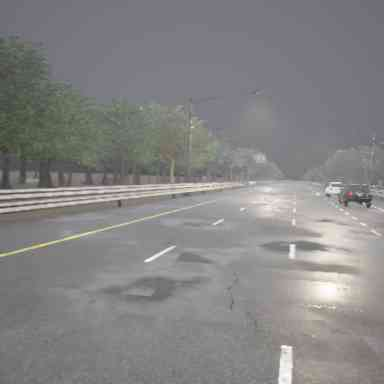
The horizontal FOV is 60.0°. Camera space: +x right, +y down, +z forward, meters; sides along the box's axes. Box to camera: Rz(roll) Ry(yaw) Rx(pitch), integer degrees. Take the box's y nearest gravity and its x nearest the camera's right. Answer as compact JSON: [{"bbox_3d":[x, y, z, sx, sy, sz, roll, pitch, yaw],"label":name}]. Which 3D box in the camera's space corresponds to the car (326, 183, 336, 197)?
[{"bbox_3d":[20.058,-0.288,46.525,2.150,2.045,5.566,3,3,17],"label":"car"}]

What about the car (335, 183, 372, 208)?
[{"bbox_3d":[15.225,0.262,31.163,2.150,2.045,5.566,3,3,17],"label":"car"}]
